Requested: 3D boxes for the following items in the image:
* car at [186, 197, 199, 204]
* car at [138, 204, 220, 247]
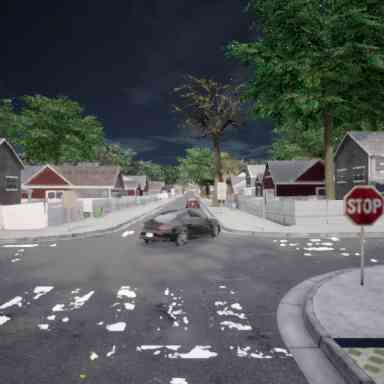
[{"bbox_3d":[0.101,1.510,47.938,1.812,1.442,4.674,0,0,0],"label":"car"},{"bbox_3d":[-0.455,1.507,15.030,1.812,1.442,4.674,1,1,32],"label":"car"}]
